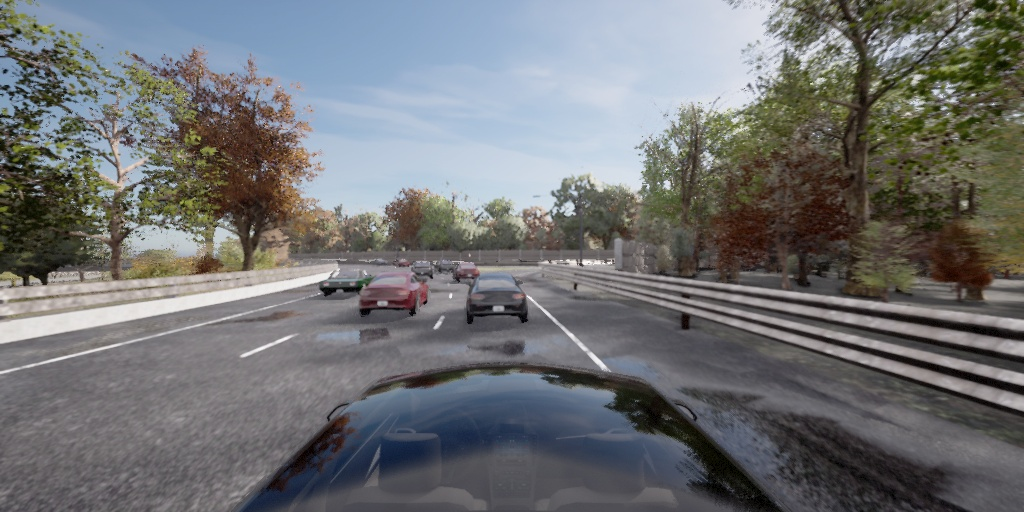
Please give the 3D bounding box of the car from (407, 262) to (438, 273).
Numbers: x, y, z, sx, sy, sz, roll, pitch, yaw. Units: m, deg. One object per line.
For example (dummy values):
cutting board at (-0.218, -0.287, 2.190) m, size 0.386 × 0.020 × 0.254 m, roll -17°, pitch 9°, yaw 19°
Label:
car at (-8.293, 1.272, 32.803) m, size 2.128 × 1.511 × 4.902 m, roll 0°, pitch 0°, yaw -16°

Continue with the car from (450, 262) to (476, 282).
car at (-3.727, 1.291, 29.133) m, size 1.812 × 1.442 × 4.674 m, roll 0°, pitch 0°, yaw -14°

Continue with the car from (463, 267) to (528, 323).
car at (-0.586, 1.279, 12.104) m, size 1.812 × 1.442 × 4.674 m, roll 0°, pitch 0°, yaw -6°

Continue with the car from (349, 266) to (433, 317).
car at (-4.225, 1.291, 13.304) m, size 1.812 × 1.442 × 4.674 m, roll 0°, pitch 0°, yaw -6°

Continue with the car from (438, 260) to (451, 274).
car at (-8.186, 1.273, 42.973) m, size 2.128 × 1.511 × 4.902 m, roll 0°, pitch 0°, yaw -22°

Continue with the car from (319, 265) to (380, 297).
car at (-8.617, 1.381, 19.356) m, size 1.895 × 1.301 × 4.718 m, roll 0°, pitch 0°, yaw -10°
